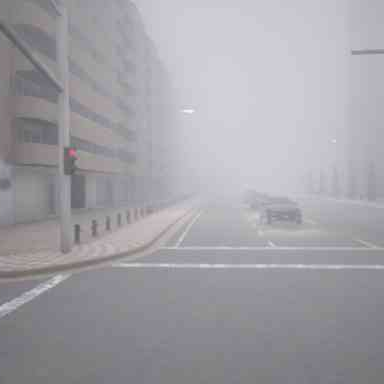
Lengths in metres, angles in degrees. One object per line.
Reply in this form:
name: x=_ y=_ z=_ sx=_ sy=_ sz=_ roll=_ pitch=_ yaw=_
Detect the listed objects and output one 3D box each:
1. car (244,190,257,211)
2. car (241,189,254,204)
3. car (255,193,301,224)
car: x=6.093 y=0.821 z=29.789 sx=2.128 sy=1.511 sz=4.902 roll=0 pitch=1 yaw=6
car: x=7.061 y=0.476 z=39.971 sx=2.097 sy=1.767 sz=4.553 roll=0 pitch=1 yaw=5
car: x=5.220 y=1.000 z=20.218 sx=1.882 sy=1.535 sz=5.008 roll=-1 pitch=1 yaw=5
